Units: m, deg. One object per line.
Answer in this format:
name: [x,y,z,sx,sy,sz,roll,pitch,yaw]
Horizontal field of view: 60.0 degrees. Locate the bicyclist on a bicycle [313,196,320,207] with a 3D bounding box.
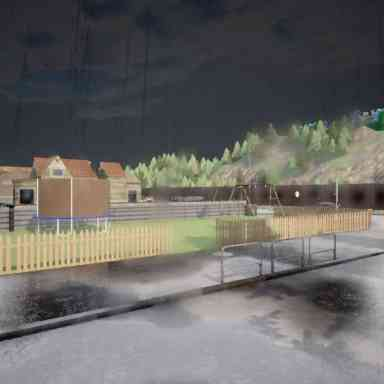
bicyclist on a bicycle: [15.152,1.349,40.287,1.656,1.620,0.582,0,0,-36]

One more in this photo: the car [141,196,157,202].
car: [-8.587,1.313,59.160,1.895,1.301,4.718,0,0,-36]

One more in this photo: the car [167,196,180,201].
car: [-2.641,1.505,57.818,1.837,1.490,4.892,0,0,-35]

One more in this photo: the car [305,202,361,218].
car: [12.509,1.601,29.558,1.895,1.301,4.718,0,0,-36]

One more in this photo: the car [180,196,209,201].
car: [0.800,1.353,45.910,2.097,1.767,4.553,0,0,-35]

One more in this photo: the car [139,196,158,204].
car: [-8.755,1.526,66.256,1.812,1.442,4.674,0,0,-36]
